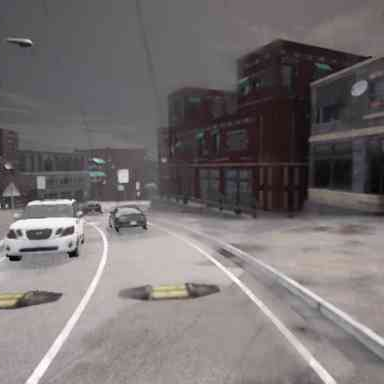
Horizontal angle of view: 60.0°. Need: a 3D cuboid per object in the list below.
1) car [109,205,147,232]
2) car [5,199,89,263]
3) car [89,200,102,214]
[{"bbox_3d":[-4.008,1.558,20.510,1.812,1.442,4.674,-2,0,-20],"label":"car"},{"bbox_3d":[-5.448,1.314,13.013,2.150,2.045,5.566,-1,0,-14],"label":"car"},{"bbox_3d":[-11.292,1.705,37.349,1.837,1.490,4.892,-2,0,-22],"label":"car"}]
